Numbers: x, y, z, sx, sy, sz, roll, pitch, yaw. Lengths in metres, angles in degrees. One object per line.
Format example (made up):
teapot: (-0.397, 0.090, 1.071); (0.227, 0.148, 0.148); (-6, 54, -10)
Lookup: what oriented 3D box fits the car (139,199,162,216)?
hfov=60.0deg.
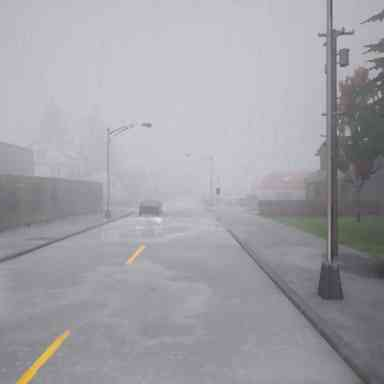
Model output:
car: (-4.000, 1.481, 32.650); (1.882, 1.535, 5.008); (0, 0, 0)
